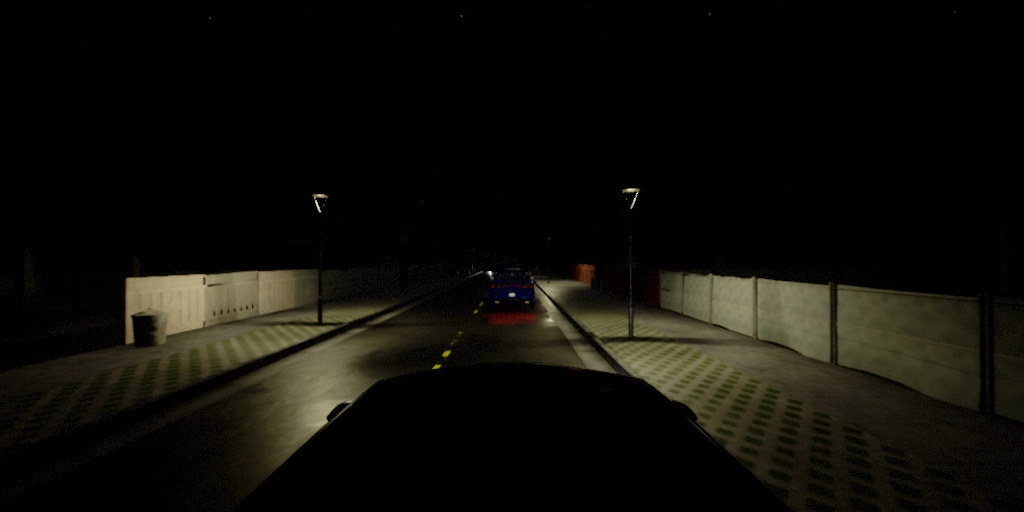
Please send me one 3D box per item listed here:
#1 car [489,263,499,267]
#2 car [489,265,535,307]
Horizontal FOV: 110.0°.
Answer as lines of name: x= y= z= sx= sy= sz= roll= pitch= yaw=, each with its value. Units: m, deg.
car: x=-2.739 y=1.832 z=59.205 sx=1.812 sy=1.442 sz=4.674 roll=0 pitch=-1 yaw=0
car: x=0.010 y=1.368 z=16.322 sx=1.882 sy=1.535 sz=5.008 roll=0 pitch=0 yaw=0
